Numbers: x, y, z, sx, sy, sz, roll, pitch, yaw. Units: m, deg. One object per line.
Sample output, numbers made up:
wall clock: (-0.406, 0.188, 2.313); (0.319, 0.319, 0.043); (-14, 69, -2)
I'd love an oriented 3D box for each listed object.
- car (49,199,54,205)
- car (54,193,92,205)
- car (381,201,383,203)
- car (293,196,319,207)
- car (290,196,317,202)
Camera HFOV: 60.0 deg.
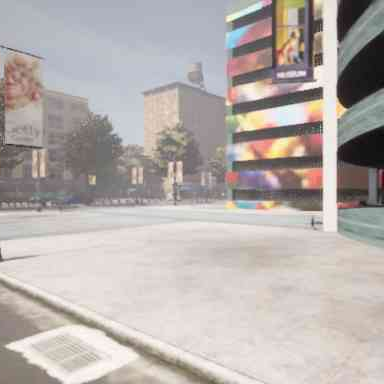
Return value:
car: (-22.313, 1.459, 57.738); (2.128, 1.511, 4.902); (0, 0, 42)
car: (-19.537, 1.186, 55.641); (2.150, 2.045, 5.566); (0, 1, 41)
car: (26.040, 1.442, 43.250); (1.895, 1.301, 4.718); (0, 0, 41)
car: (17.558, 1.388, 51.175); (2.161, 1.482, 4.786); (0, 0, 41)
car: (12.664, 1.300, 39.267); (2.002, 1.452, 4.674); (0, 0, 41)
